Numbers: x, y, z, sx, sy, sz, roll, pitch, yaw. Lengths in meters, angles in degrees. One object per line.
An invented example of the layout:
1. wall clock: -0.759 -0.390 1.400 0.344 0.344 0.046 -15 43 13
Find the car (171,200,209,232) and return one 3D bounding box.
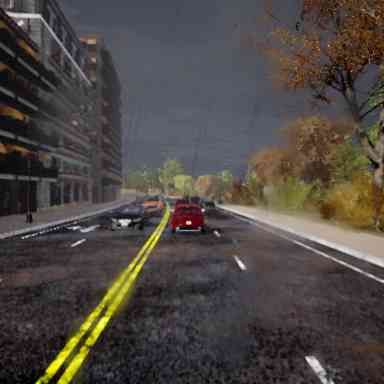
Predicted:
1. car: -0.254 1.493 20.125 1.882 1.535 5.008 0 0 -2

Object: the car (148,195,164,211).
1. car: -4.604 1.379 40.155 2.097 1.767 4.553 0 0 -3

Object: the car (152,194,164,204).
1. car: -5.628 1.162 56.018 1.882 1.535 5.008 0 0 -5

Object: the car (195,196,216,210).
1. car: 1.915 1.515 43.045 2.128 1.511 4.902 0 0 -3

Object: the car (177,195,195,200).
1. car: -1.075 1.501 38.765 1.882 1.535 5.008 0 0 -3

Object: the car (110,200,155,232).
1. car: -3.715 1.509 20.476 2.128 1.511 4.902 0 0 -2

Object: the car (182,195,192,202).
1. car: -1.214 1.522 77.488 1.837 1.490 4.892 0 0 -7
